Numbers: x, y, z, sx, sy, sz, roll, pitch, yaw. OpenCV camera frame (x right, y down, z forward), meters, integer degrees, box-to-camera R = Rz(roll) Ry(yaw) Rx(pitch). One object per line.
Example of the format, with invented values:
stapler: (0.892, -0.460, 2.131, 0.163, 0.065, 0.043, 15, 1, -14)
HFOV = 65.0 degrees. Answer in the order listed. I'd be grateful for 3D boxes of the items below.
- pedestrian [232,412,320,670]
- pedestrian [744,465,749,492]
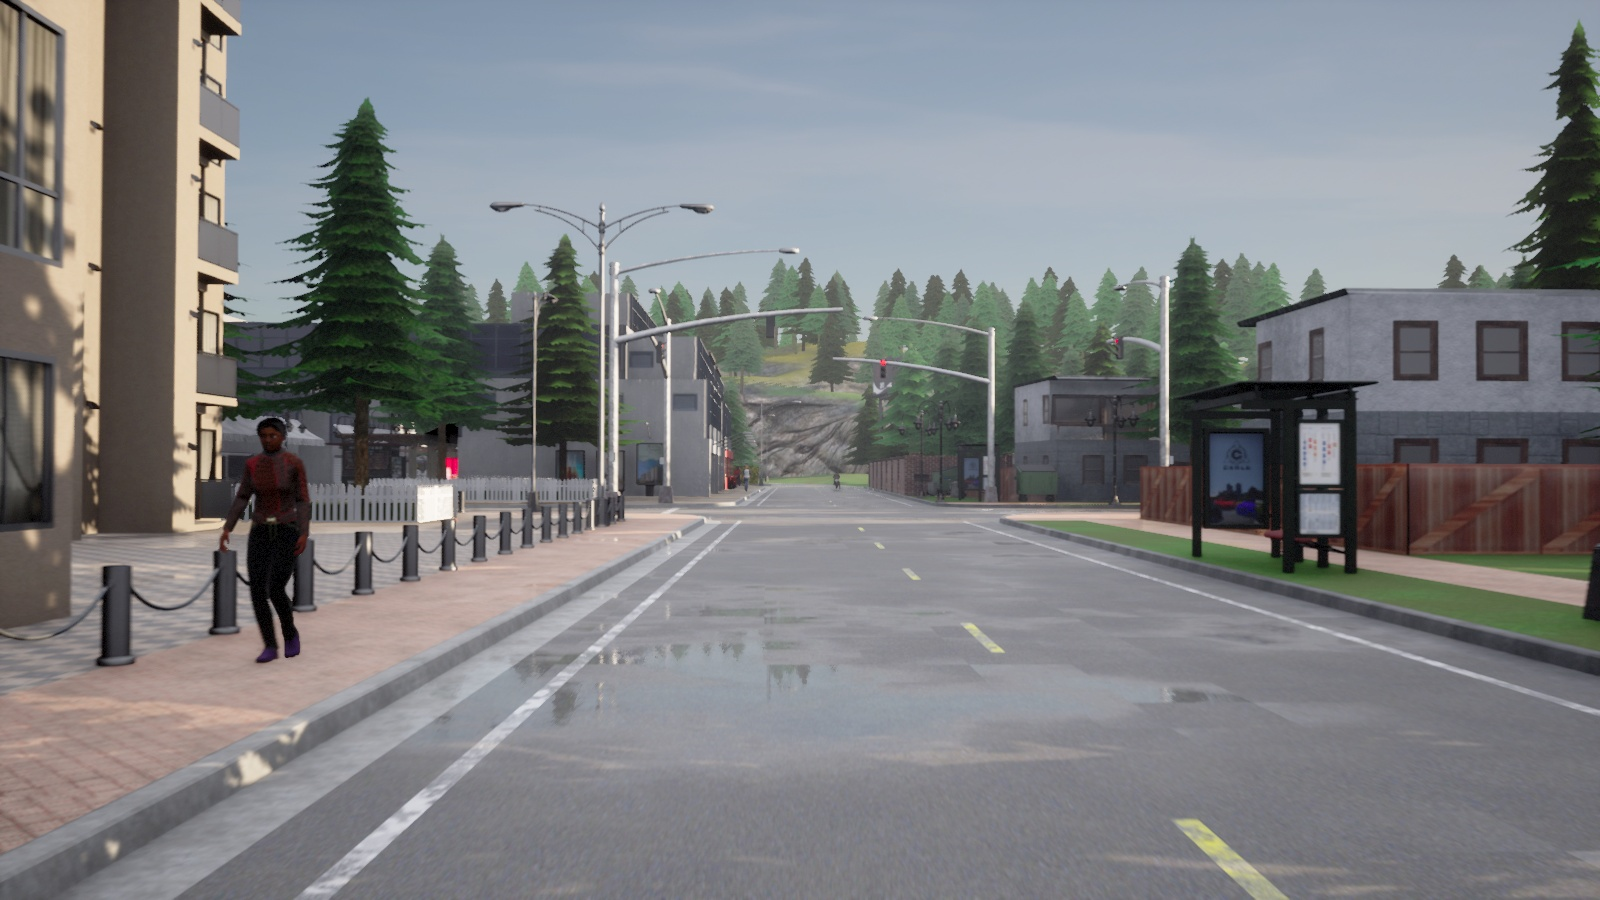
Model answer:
pedestrian: (-3.844, 0.646, 9.256, 0.328, 1.805, 0.869, 0, -1, -4)
pedestrian: (-3.627, 1.918, 85.296, 0.354, 1.836, 0.706, 0, -1, -3)
